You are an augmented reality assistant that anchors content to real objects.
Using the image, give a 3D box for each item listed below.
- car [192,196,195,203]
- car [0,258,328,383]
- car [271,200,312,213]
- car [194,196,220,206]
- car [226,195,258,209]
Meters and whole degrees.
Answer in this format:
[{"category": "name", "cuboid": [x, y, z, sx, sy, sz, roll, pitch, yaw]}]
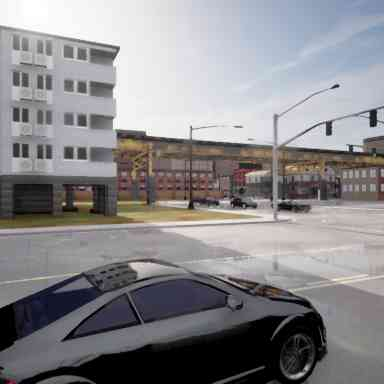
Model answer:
[{"category": "car", "cuboid": [0.775, 1.547, 65.799, 2.033, 1.411, 5.357, 0, 0, 3]}, {"category": "car", "cuboid": [-0.331, 1.564, 4.088, 4.181, 1.385, 1.994, 0, 0, -30]}, {"category": "car", "cuboid": [11.095, 1.601, 37.298, 1.895, 1.301, 4.718, 0, 0, -26]}, {"category": "car", "cuboid": [2.735, 1.547, 55.310, 2.033, 1.411, 5.357, 0, 0, -21]}, {"category": "car", "cuboid": [7.079, 1.505, 45.771, 1.837, 1.490, 4.892, 0, 0, -25]}]
